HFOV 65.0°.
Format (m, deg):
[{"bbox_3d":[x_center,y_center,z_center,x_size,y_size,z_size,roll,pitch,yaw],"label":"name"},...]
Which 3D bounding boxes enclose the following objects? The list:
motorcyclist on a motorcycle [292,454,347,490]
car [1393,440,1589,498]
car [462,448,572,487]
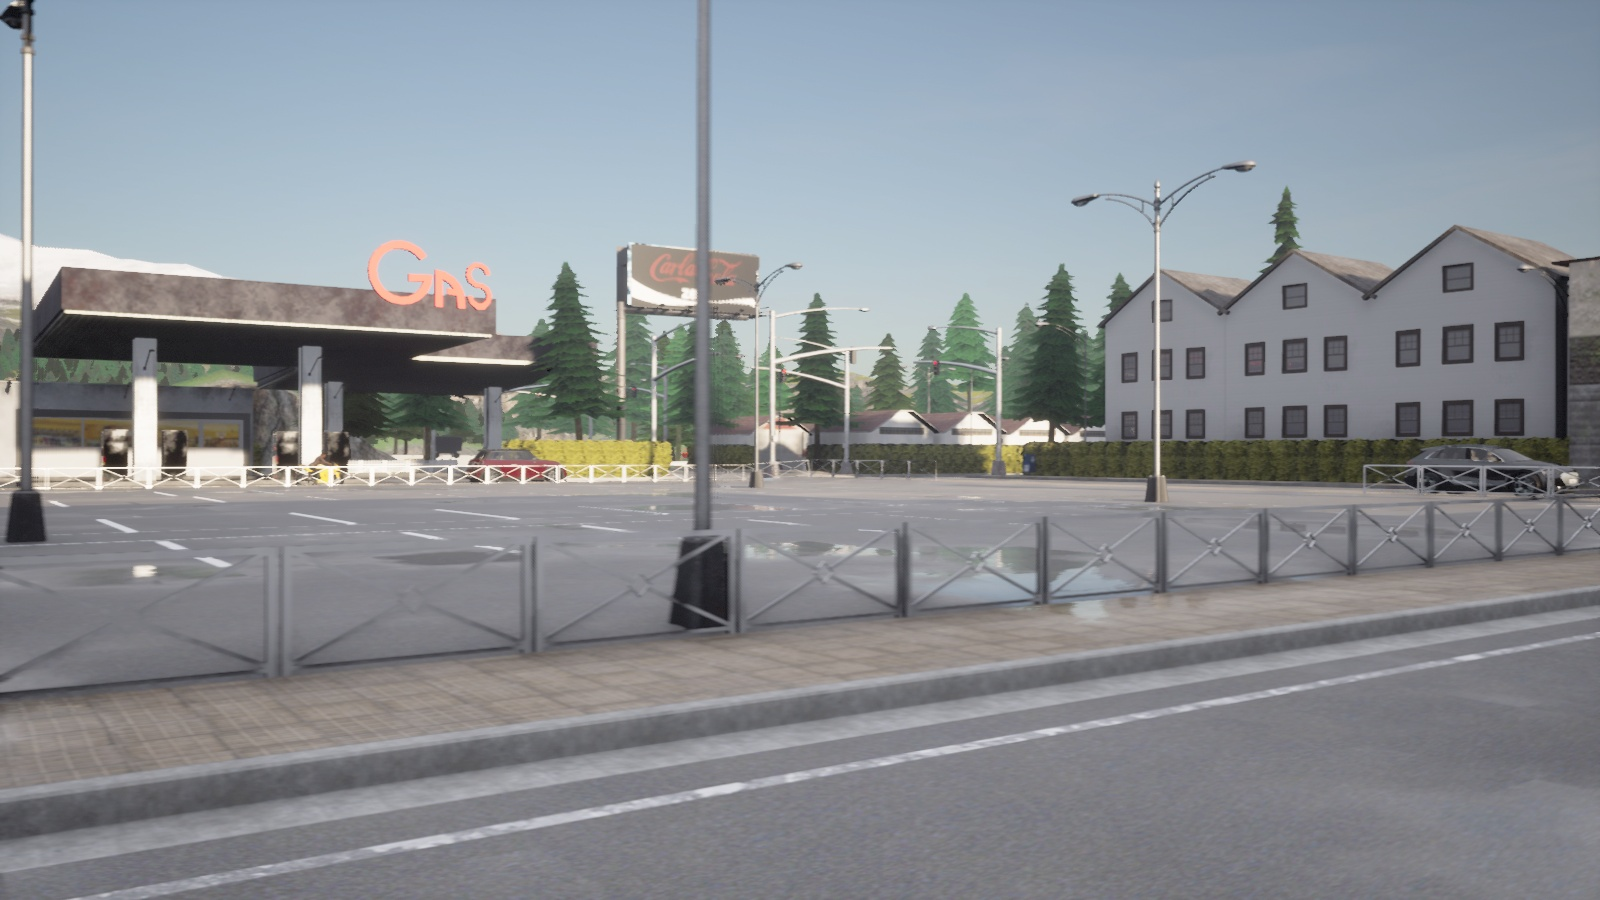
[{"bbox_3d":[-20.514,0.917,53.627,2.044,1.523,0.797,0,0,-35],"label":"motorcyclist on a motorcycle"},{"bbox_3d":[21.038,0.548,38.426,2.033,1.649,4.856,0,0,-35],"label":"car"},{"bbox_3d":[-13.195,0.790,58.660,4.553,1.767,2.097,0,0,-35],"label":"car"}]
